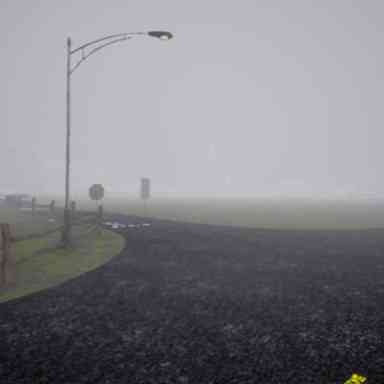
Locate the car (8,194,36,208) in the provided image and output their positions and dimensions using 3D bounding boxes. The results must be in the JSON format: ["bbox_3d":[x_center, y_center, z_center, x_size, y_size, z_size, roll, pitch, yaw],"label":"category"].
[{"bbox_3d":[-18.250,0.892,35.406,2.033,1.411,5.357,1,0,-42],"label":"car"}]
